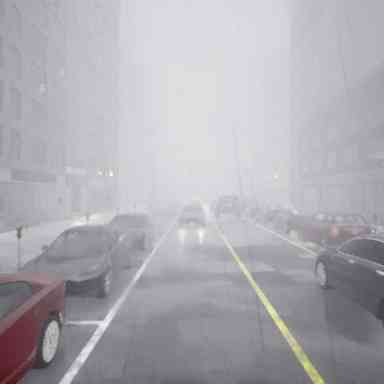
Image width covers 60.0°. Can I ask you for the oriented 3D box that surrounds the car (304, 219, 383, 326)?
[{"bbox_3d":[3.921,1.535,6.330,1.837,1.490,4.892,0,0,0],"label":"car"}]

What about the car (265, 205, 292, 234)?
[{"bbox_3d":[5.950,1.614,19.557,2.008,1.369,4.403,0,0,0],"label":"car"}]

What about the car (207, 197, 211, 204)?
[{"bbox_3d":[3.228,1.694,43.210,1.895,1.301,4.718,0,0,1],"label":"car"}]

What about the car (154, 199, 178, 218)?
[{"bbox_3d":[-2.517,1.625,30.641,1.802,1.307,4.206,0,0,0],"label":"car"}]

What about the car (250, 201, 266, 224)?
[{"bbox_3d":[5.979,1.624,25.080,2.008,1.369,4.403,0,0,0],"label":"car"}]

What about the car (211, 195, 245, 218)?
[{"bbox_3d":[3.190,1.289,30.786,2.150,2.045,5.566,0,0,1],"label":"car"}]

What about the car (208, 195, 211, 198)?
[{"bbox_3d":[6.015,1.648,85.542,1.967,1.590,4.097,0,0,-1],"label":"car"}]

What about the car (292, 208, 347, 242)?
[{"bbox_3d":[5.921,1.493,14.033,1.967,1.590,4.097,0,0,0],"label":"car"}]

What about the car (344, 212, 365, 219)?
[{"bbox_3d":[5.892,1.484,8.510,1.967,1.590,4.097,0,0,0],"label":"car"}]

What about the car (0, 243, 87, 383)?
[{"bbox_3d":[-2.663,1.538,3.016,1.887,1.381,4.507,0,0,0],"label":"car"}]

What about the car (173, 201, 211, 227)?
[{"bbox_3d":[0.012,1.590,23.338,2.033,1.411,5.357,0,0,0],"label":"car"}]

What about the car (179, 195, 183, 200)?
[{"bbox_3d":[-2.458,1.503,41.691,1.967,1.590,4.097,0,0,0],"label":"car"}]

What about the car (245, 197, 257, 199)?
[{"bbox_3d":[6.039,1.408,36.128,2.192,1.841,5.009,0,0,0],"label":"car"}]

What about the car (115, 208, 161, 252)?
[{"bbox_3d":[-2.605,1.579,14.066,1.947,1.339,4.313,0,0,0],"label":"car"}]

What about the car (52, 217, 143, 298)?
[{"bbox_3d":[-2.634,1.569,8.541,1.947,1.339,4.313,0,0,0],"label":"car"}]

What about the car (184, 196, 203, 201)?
[{"bbox_3d":[0.239,1.687,47.467,1.895,1.301,4.718,0,0,0],"label":"car"}]

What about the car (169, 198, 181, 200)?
[{"bbox_3d":[-2.488,1.619,36.166,1.947,1.339,4.313,0,0,0],"label":"car"}]

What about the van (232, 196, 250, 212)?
[{"bbox_3d":[6.068,1.445,41.651,1.690,1.788,3.998,0,0,0],"label":"van"}]

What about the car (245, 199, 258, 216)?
[{"bbox_3d":[6.008,1.649,30.603,1.947,1.339,4.313,0,0,0],"label":"car"}]
